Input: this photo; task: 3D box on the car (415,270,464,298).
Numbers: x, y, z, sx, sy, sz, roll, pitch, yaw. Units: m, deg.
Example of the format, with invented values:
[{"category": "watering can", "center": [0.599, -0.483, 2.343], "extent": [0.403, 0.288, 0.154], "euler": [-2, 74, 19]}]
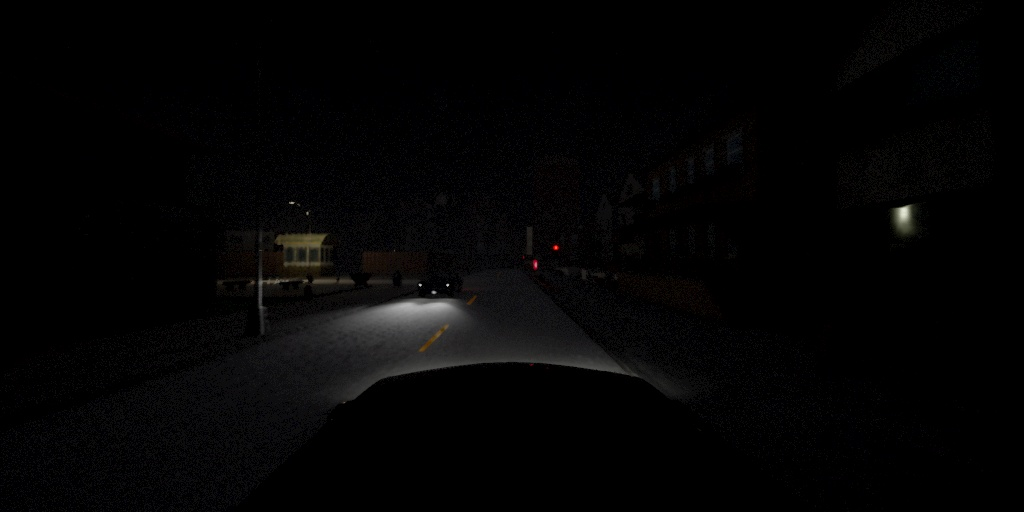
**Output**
[{"category": "car", "center": [-4.035, 1.618, 20.798], "extent": [1.895, 1.301, 4.718], "euler": [0, -1, 1]}]
